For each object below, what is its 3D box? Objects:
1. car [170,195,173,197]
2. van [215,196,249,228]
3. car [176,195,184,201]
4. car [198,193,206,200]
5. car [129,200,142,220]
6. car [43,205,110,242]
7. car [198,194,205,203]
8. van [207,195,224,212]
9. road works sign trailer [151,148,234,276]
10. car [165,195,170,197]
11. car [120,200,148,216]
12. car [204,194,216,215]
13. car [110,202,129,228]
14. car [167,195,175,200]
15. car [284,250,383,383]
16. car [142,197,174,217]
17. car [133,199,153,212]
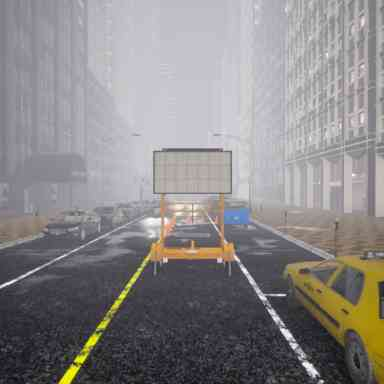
[{"bbox_3d":[-5.668,1.563,73.068,1.802,1.307,4.206,-1,0,0],"label":"car"},{"bbox_3d":[2.690,1.336,21.912,1.690,1.788,3.998,-1,0,0],"label":"van"},{"bbox_3d":[-2.967,1.486,81.331,1.837,1.490,4.892,0,0,0],"label":"car"},{"bbox_3d":[2.717,1.291,90.116,2.192,1.841,5.009,-1,0,0],"label":"car"},{"bbox_3d":[-5.687,1.538,27.599,1.887,1.381,4.507,-1,0,0],"label":"car"},{"bbox_3d":[-5.691,1.547,16.232,2.008,1.369,4.403,-1,0,0],"label":"car"},{"bbox_3d":[2.708,1.536,61.697,2.008,1.369,4.403,-1,0,0],"label":"car"},{"bbox_3d":[2.696,1.332,38.963,1.690,1.788,3.998,-1,0,0],"label":"van"},{"bbox_3d":[0.020,0.462,10.279,2.380,3.560,2.880,0,0,0],"label":"road works sign trailer"},{"bbox_3d":[-5.673,1.536,61.701,2.008,1.369,4.403,-1,0,0],"label":"car"},{"bbox_3d":[-5.685,1.543,33.283,2.008,1.369,4.403,-1,0,0],"label":"car"},{"bbox_3d":[2.694,1.307,33.279,2.192,1.841,5.009,-1,0,0],"label":"car"},{"bbox_3d":[-5.689,1.561,21.916,1.947,1.339,4.313,-1,0,0],"label":"car"},{"bbox_3d":[-5.661,1.501,89.950,1.752,1.417,4.829,-1,0,0],"label":"car"},{"bbox_3d":[2.685,1.524,5.031,1.752,1.417,4.829,-1,0,0],"label":"car"},{"bbox_3d":[-3.088,1.484,31.577,2.128,1.511,4.902,0,0,0],"label":"car"},{"bbox_3d":[-5.682,1.573,38.967,1.802,1.307,4.206,-1,0,0],"label":"car"}]
